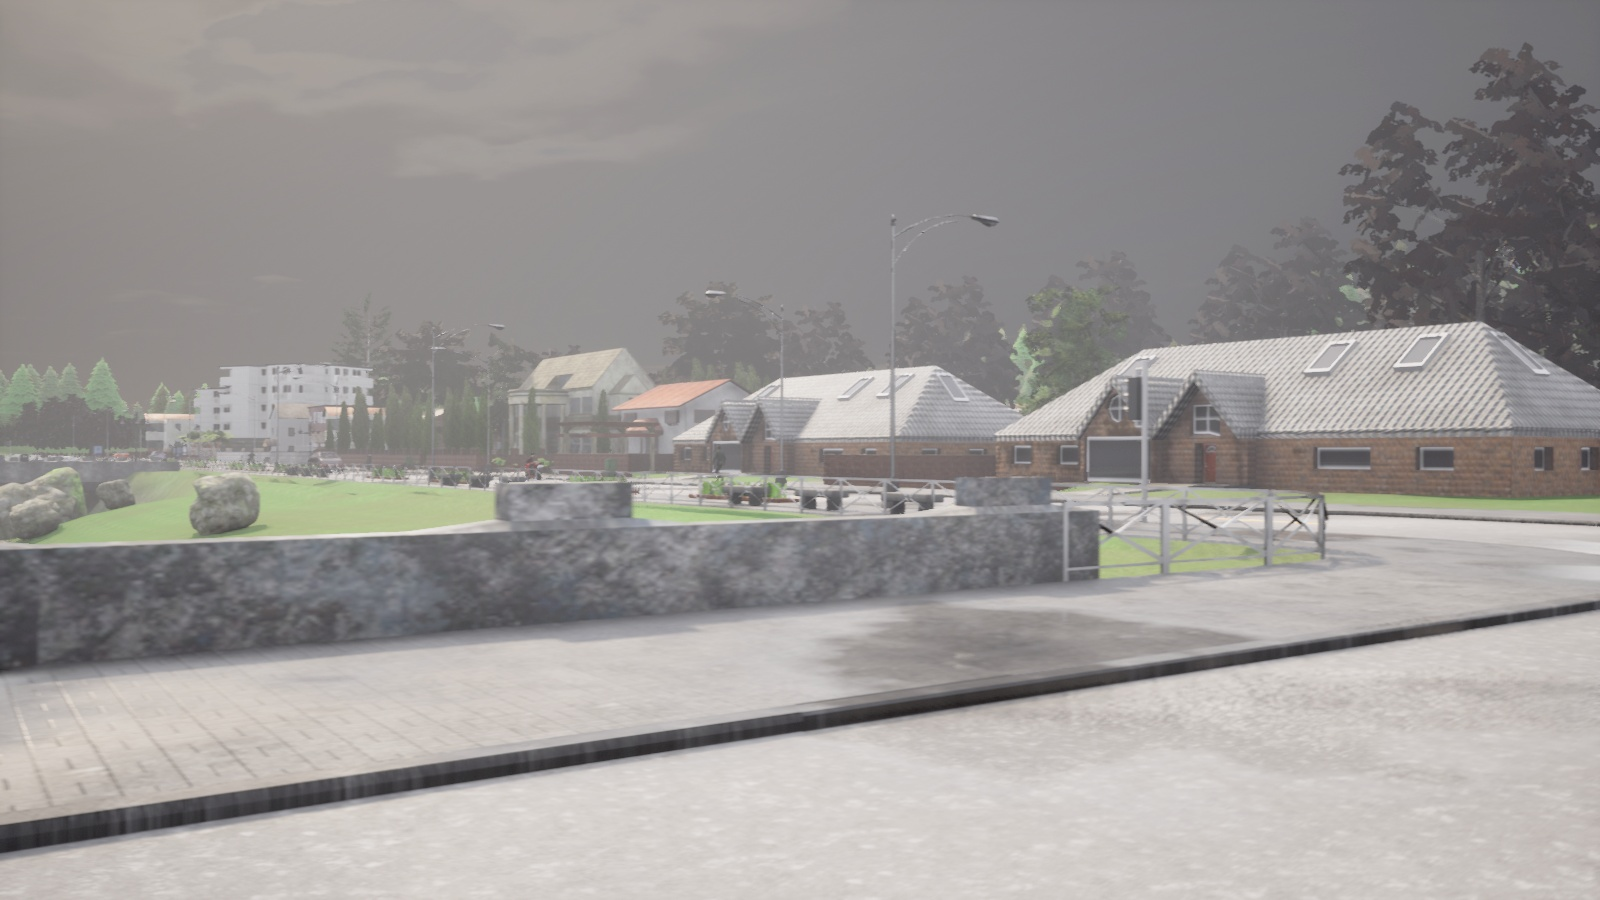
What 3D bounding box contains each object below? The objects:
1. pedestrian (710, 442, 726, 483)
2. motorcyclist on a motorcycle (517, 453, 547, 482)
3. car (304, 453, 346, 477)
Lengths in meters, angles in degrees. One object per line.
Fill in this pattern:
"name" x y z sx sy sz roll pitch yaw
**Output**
"pedestrian" -3.949 0.611 60.414 0.423 1.949 0.788 0 0 -40
"motorcyclist on a motorcycle" -14.202 0.920 66.450 0.797 1.523 2.044 0 0 -35
"car" -32.372 1.001 85.550 1.789 1.549 3.705 0 0 -35
